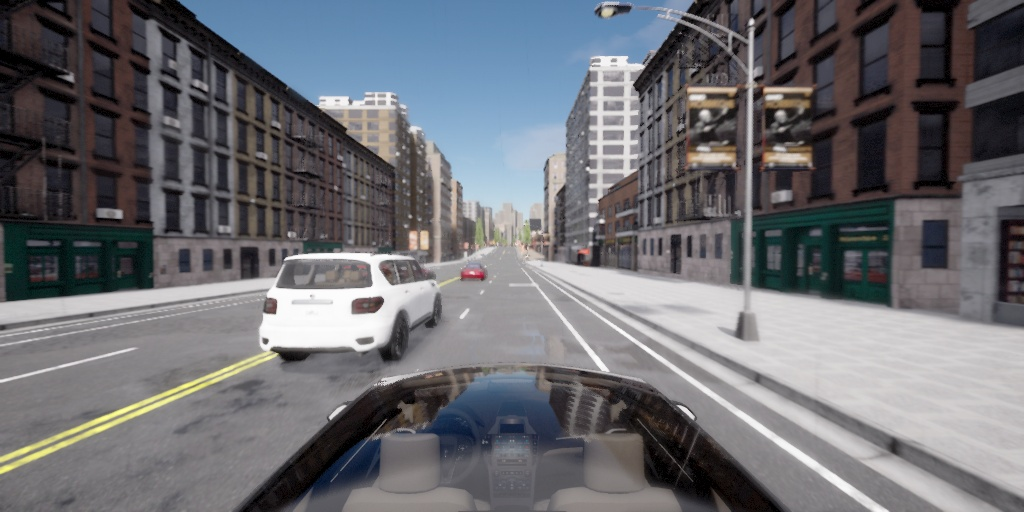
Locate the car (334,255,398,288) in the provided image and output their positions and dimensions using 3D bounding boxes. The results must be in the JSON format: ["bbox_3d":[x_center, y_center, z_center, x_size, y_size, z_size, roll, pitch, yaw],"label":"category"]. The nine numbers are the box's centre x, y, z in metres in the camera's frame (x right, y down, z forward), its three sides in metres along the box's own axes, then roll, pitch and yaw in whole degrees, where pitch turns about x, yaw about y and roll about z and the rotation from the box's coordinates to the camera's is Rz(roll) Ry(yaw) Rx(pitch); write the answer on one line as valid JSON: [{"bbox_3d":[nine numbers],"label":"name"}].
[{"bbox_3d":[-9.826,0.949,24.759,2.150,2.045,5.566,0,0,0],"label":"car"}]

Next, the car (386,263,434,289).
[{"bbox_3d":[-6.577,1.251,23.627,1.812,1.442,4.674,0,0,0],"label":"car"}]

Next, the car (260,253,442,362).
[{"bbox_3d":[-3.152,0.963,8.330,2.150,2.045,5.566,0,0,0],"label":"car"}]

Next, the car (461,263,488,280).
[{"bbox_3d":[-3.160,1.283,30.406,1.994,1.385,4.181,0,0,0],"label":"car"}]
